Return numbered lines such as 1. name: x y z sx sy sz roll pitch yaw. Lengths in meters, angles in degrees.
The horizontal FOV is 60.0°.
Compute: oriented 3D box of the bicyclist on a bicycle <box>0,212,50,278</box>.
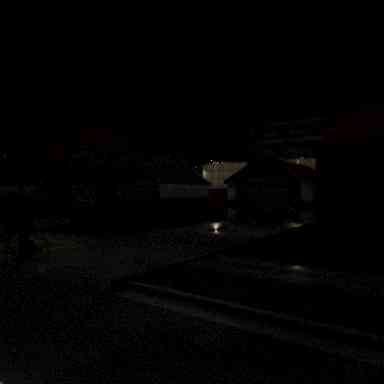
1. bicyclist on a bicycle: -4.624 1.290 8.852 0.582 1.620 1.656 0 16 35
